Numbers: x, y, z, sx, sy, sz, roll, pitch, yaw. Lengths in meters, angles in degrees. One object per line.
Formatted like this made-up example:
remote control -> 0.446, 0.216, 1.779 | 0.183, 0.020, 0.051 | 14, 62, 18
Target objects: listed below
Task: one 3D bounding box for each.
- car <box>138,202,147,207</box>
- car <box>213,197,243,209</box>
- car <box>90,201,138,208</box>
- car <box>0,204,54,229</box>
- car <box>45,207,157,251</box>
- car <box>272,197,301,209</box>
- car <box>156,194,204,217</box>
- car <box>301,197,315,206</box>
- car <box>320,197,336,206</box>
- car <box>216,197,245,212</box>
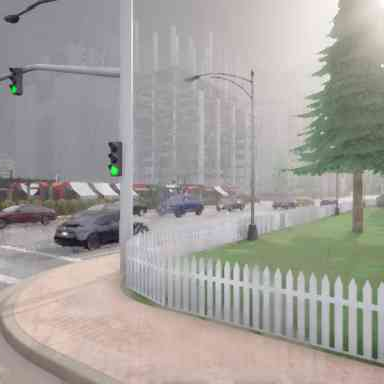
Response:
car -> -6.179, 1.486, 29.895 | 1.882, 1.535, 5.008 | 0, 0, 34
car -> 5.172, 1.500, 46.680 | 2.128, 1.511, 4.902 | 0, 0, 34
car -> -6.281, 1.533, 23.439 | 1.812, 1.442, 4.674 | 0, 0, 34
car -> -11.396, 1.534, 22.148 | 1.812, 1.442, 4.674 | 0, 0, 36
car -> -3.740, 1.568, 14.384 | 1.994, 1.385, 4.181 | 0, 0, 34
car -> 12.464, 1.553, 44.703 | 2.033, 1.411, 5.357 | 0, 0, 34
car -> -0.973, 1.229, 31.360 | 2.150, 2.045, 5.566 | 0, 0, 34
car -> 18.261, 1.484, 53.313 | 1.882, 1.535, 5.008 | 0, 0, 34
car -> 21.091, 1.530, 51.252 | 1.812, 1.442, 4.674 | 0, 0, 34
car -> 4.659, 1.499, 39.702 | 2.128, 1.511, 4.902 | 0, 0, 34
